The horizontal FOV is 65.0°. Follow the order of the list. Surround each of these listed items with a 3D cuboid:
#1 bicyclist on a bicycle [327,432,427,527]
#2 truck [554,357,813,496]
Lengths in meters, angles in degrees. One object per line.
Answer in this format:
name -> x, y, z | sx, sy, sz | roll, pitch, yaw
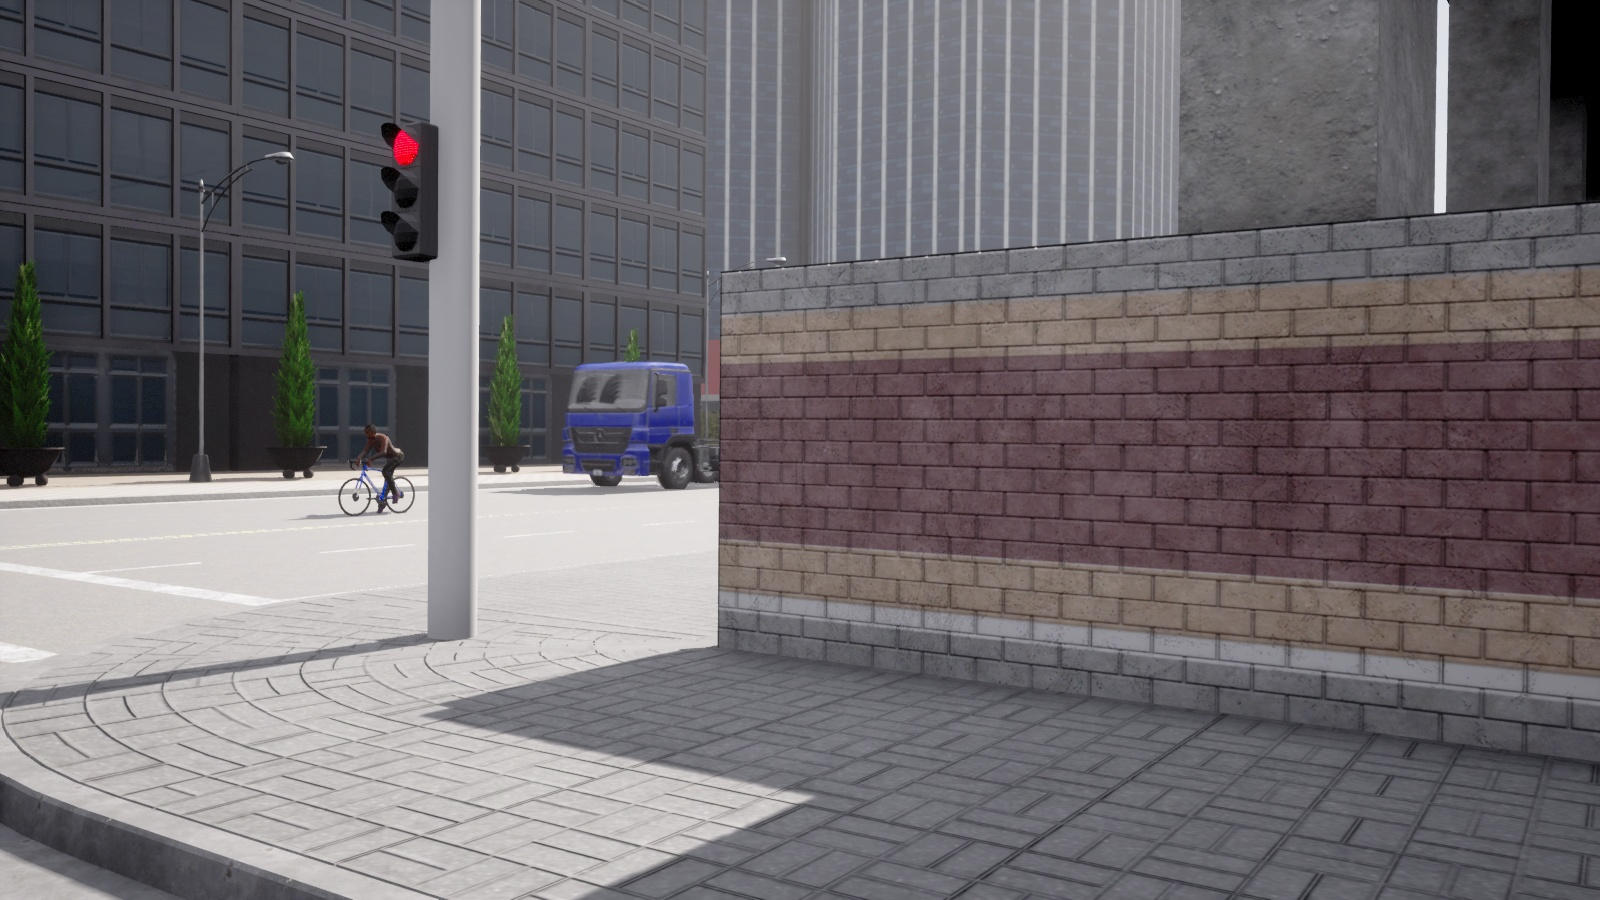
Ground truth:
bicyclist on a bicycle -> -7.542, 0.501, 22.464 | 0.582, 1.620, 1.656 | 0, 1, 34
truck -> -3.037, -0.652, 35.488 | 2.891, 3.462, 7.936 | 0, 1, 34
